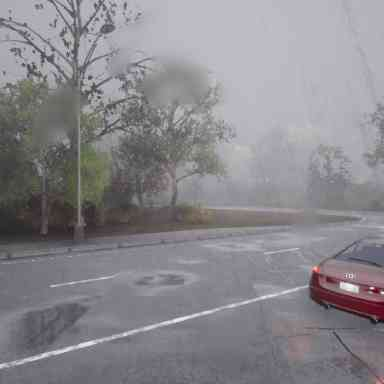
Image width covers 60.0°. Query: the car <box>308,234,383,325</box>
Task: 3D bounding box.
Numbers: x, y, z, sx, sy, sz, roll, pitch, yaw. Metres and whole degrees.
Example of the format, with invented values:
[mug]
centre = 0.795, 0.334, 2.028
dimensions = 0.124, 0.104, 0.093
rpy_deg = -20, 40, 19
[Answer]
[car]
centre = 4.275, 1.564, 6.717
dimensions = 4.181, 1.385, 1.994
rpy_deg = 0, 0, -35
